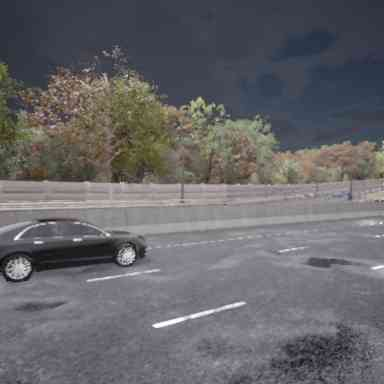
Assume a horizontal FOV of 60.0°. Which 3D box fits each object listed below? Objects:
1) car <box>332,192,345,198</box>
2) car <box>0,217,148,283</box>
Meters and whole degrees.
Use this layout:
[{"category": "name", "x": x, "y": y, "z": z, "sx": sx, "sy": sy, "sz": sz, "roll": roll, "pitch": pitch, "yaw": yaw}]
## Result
[{"category": "car", "x": 37.548, "y": 0.731, "z": 85.839, "sx": 1.882, "sy": 1.535, "sz": 5.008, "roll": 0, "pitch": 1, "yaw": 32}, {"category": "car", "x": -3.655, "y": 1.512, "z": 9.734, "sx": 4.892, "sy": 1.490, "sz": 1.837, "roll": 0, "pitch": 0, "yaw": -35}]
